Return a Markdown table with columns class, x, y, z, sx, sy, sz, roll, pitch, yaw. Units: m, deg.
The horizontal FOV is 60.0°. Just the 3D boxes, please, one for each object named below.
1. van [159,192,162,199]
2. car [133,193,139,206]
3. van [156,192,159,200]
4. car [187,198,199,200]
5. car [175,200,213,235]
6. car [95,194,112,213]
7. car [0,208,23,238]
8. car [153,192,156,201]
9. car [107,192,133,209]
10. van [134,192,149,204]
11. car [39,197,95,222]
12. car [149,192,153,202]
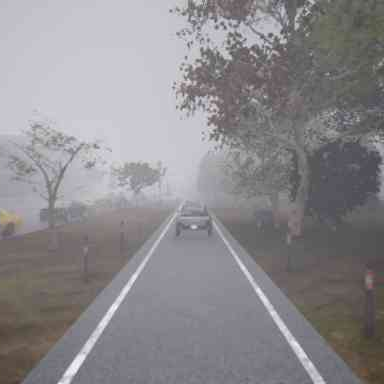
| class | x | y | z | sx | sy | sz | roll | pitch | yaw |
| --- | --- | --- | --- | --- | --- | --- | --- | --- | --- |
| van | -9.264 | 0.963 | 84.599 | 1.878 | 1.987 | 4.442 | 0 | -1 | -2 |
| car | -9.059 | 1.275 | 45.969 | 2.002 | 1.452 | 4.674 | 0 | 0 | 0 |
| van | -9.098 | 0.972 | 74.648 | 1.878 | 1.987 | 4.442 | 0 | -1 | -3 |
| car | 0.095 | 1.422 | 40.766 | 1.895 | 1.301 | 4.718 | 0 | 0 | 0 |
| car | 0.097 | 1.422 | 18.176 | 2.128 | 1.511 | 4.902 | 0 | 0 | 0 |
| car | -9.038 | 1.235 | 29.340 | 2.097 | 1.535 | 5.008 | 0 | 0 | 2 |
| car | -9.024 | 1.272 | 13.539 | 1.946 | 1.575 | 5.366 | 0 | 0 | 2 |
| car | -9.087 | 1.231 | 68.136 | 2.163 | 1.488 | 4.792 | 0 | -1 | -2 |
| car | -9.050 | 1.002 | 39.224 | 2.435 | 2.045 | 5.566 | 0 | 0 | 1 |
| van | -9.079 | 1.004 | 56.940 | 1.878 | 1.987 | 4.442 | 0 | 0 | 2 |
| car | -9.030 | 1.256 | 23.792 | 2.097 | 1.535 | 5.008 | 0 | 0 | 2 |
| car | -9.081 | 1.205 | 62.625 | 2.231 | 1.521 | 4.892 | 0 | -1 | -2 |
